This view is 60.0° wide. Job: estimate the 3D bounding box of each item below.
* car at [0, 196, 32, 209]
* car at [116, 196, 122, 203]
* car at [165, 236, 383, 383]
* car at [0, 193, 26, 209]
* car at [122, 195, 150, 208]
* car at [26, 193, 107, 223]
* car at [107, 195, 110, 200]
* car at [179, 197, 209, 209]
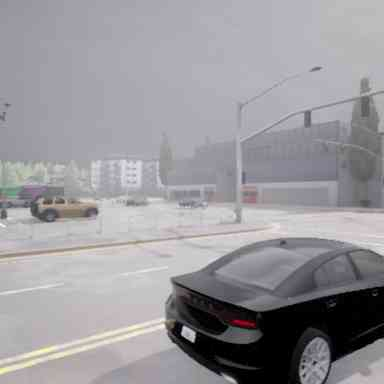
[{"bbox_3d":[-23.475,1.357,44.203,3.806,1.475,1.970,0,0,-35],"label":"car"},{"bbox_3d":[-12.263,1.380,60.454,1.812,1.442,4.674,0,0,-33],"label":"car"},{"bbox_3d":[1.987,1.452,5.227,5.008,1.535,1.882,0,0,-35],"label":"car"},{"bbox_3d":[-21.810,1.117,41.834,3.866,1.878,1.905,0,0,-35],"label":"car"},{"bbox_3d":[-7.725,1.230,47.298,2.097,1.767,4.553,0,0,-34],"label":"car"},{"bbox_3d":[-8.793,1.116,23.460,4.605,1.855,1.932,0,0,-35],"label":"car"},{"bbox_3d":[-16.350,0.844,60.297,2.097,1.767,4.553,0,0,-34],"label":"car"},{"bbox_3d":[0.220,1.352,41.740,2.128,1.511,4.902,0,0,-34],"label":"car"}]
